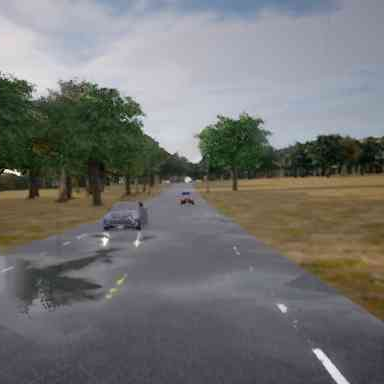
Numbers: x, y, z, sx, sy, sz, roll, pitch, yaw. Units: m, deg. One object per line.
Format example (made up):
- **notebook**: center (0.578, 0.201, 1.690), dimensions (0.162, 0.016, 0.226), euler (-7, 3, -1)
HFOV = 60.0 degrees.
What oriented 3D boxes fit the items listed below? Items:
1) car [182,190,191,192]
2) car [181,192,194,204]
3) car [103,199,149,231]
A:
- **car**: center (-1.279, 0.184, 75.369), dimensions (1.882, 1.535, 5.008), euler (0, 2, -1)
- **car**: center (-0.689, 1.059, 49.018), dimensions (1.895, 1.301, 4.718), euler (0, 1, -1)
- **car**: center (-3.838, 1.261, 19.893), dimensions (2.097, 1.767, 4.553), euler (0, 1, -1)
